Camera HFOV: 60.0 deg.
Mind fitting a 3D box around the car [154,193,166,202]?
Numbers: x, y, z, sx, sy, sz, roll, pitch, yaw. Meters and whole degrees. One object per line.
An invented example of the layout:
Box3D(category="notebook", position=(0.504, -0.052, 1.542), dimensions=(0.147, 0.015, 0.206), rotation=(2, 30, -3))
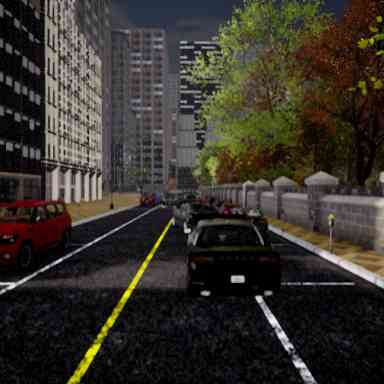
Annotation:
Box3D(category="car", position=(-5.712, 0.933, 60.368), dimensions=(1.752, 1.417, 4.829), rotation=(0, 1, 0))

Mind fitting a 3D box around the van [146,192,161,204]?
Box3D(category="van", position=(-5.659, 0.859, 49.455), dimensions=(1.690, 1.788, 3.998), rotation=(0, 1, 0))

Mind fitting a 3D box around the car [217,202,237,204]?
Box3D(category="car", position=(2.526, 1.395, 16.108), dimensions=(2.008, 1.369, 4.403), rotation=(0, 1, 0))

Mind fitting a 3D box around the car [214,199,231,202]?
Box3D(category="car", position=(2.499, 1.373, 21.658), dimensions=(1.802, 1.307, 4.206), rotation=(0, 1, 0))

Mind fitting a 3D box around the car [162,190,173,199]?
Box3D(category="car", position=(-5.647, 0.553, 77.158), dimensions=(2.192, 1.841, 5.009), rotation=(0, 1, 0))

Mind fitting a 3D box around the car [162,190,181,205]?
Box3D(category="car", position=(-2.947, 0.905, 45.845), dimensions=(2.097, 1.767, 4.553), rotation=(0, 1, 0))

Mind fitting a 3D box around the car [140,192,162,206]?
Box3D(category="car", position=(-5.633, 0.888, 43.914), dimensions=(2.192, 1.841, 5.009), rotation=(0, 1, 0))

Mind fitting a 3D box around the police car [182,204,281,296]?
Box3D(category="police car", position=(0.819, 1.342, 8.580), dimensions=(1.930, 1.638, 5.238), rotation=(0, 1, 0))

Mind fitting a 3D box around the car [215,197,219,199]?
Box3D(category="car", position=(2.472, 1.303, 27.207), dimensions=(1.947, 1.339, 4.313), rotation=(0, 1, 0))

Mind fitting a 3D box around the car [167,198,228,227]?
Box3D(category="car", position=(0.174, 1.329, 18.204), dimensions=(1.837, 1.490, 4.892), rotation=(0, 1, -15))

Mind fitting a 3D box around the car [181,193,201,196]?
Box3D(category="car", position=(-0.156, 1.104, 43.463), dimensions=(1.812, 1.442, 4.674), rotation=(0, 1, 0))

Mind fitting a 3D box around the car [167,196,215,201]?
Box3D(category="car", position=(0.078, 1.266, 24.796), dimensions=(1.837, 1.490, 4.892), rotation=(0, 1, 17))

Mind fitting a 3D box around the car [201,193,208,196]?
Box3D(category="car", position=(2.366, 1.100, 49.405), dimensions=(1.802, 1.307, 4.206), rotation=(0, 1, 0))

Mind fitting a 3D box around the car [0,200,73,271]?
Box3D(category="car", position=(-5.475, 1.212, 10.668), dimensions=(2.192, 1.841, 5.009), rotation=(0, 1, 0))

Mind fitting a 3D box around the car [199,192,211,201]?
Box3D(category="car", position=(2.313, 0.847, 60.503), dimensions=(1.967, 1.590, 4.097), rotation=(0, 1, 0))

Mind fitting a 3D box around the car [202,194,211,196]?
Box3D(category="car", position=(2.419, 1.195, 38.306), dimensions=(1.947, 1.339, 4.313), rotation=(0, 1, 0))

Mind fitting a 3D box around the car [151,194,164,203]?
Box3D(category="car", position=(-5.686, 1.044, 54.998), dimensions=(1.802, 1.307, 4.206), rotation=(0, 1, 0))
